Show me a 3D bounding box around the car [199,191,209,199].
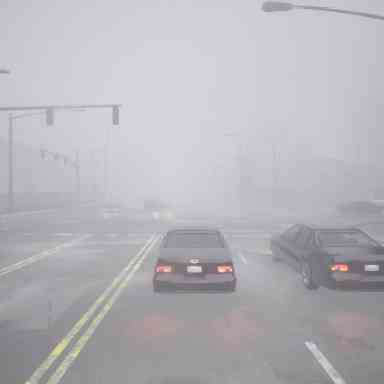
[{"bbox_3d":[3.238,0.644,86.058,2.150,2.045,5.566,0,1,0],"label":"car"}]

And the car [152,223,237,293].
[{"bbox_3d":[0.052,1.547,8.970,2.033,1.411,5.357,0,0,0],"label":"car"}]

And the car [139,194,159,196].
[{"bbox_3d":[-7.256,1.446,56.022,1.994,1.385,4.181,0,1,0],"label":"car"}]

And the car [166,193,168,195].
[{"bbox_3d":[-7.260,0.928,85.586,1.837,1.490,4.892,0,1,0],"label":"car"}]

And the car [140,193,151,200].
[{"bbox_3d":[-10.735,1.090,77.373,1.837,1.490,4.892,0,1,0],"label":"car"}]

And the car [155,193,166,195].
[{"bbox_3d":[-7.214,1.061,70.508,2.097,1.767,4.553,0,1,0],"label":"car"}]

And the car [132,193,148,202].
[{"bbox_3d":[-10.721,1.299,67.211,2.033,1.411,5.357,0,1,0],"label":"car"}]

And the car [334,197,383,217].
[{"bbox_3d":[15.979,1.512,31.272,4.892,1.490,1.837,0,0,-1],"label":"car"}]

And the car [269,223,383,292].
[{"bbox_3d":[3.552,1.547,9.079,2.033,1.411,5.357,0,0,0],"label":"car"}]

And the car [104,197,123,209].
[{"bbox_3d":[-10.738,1.484,45.726,1.812,1.442,4.674,0,0,0],"label":"car"}]

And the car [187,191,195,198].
[{"bbox_3d":[-0.270,0.720,88.688,2.097,1.767,4.553,0,1,0],"label":"car"}]

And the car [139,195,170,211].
[{"bbox_3d":[-4.381,1.456,40.057,1.882,1.535,5.008,-1,1,-28],"label":"car"}]

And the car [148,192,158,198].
[{"bbox_3d":[-10.781,0.810,92.366,2.033,1.411,5.357,0,1,0],"label":"car"}]
